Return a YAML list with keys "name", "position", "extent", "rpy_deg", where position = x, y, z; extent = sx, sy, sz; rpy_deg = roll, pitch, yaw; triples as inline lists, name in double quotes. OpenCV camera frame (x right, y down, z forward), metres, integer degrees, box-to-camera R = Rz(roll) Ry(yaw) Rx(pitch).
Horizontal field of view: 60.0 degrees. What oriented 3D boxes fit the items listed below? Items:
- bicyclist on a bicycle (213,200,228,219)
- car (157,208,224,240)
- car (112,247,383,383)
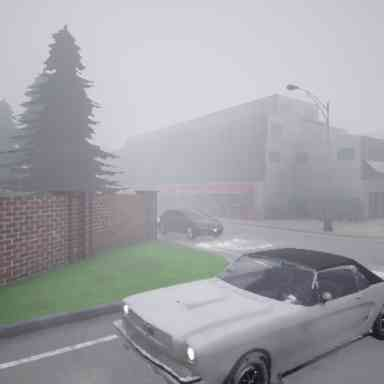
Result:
- name: "bicyclist on a bicycle"
  position: [2.382, 1.472, 28.096]
  extent: [1.656, 1.620, 0.582]
  rpy_deg: [0, 0, -35]
- name: "car"
  position: [-0.210, 1.678, 18.679]
  extent: [1.837, 1.490, 4.892]
  rpy_deg: [0, 0, -35]
- name: "car"
  position: [1.317, 1.602, 4.940]
  extent: [4.718, 1.301, 1.895]
  rpy_deg: [0, 0, -35]
